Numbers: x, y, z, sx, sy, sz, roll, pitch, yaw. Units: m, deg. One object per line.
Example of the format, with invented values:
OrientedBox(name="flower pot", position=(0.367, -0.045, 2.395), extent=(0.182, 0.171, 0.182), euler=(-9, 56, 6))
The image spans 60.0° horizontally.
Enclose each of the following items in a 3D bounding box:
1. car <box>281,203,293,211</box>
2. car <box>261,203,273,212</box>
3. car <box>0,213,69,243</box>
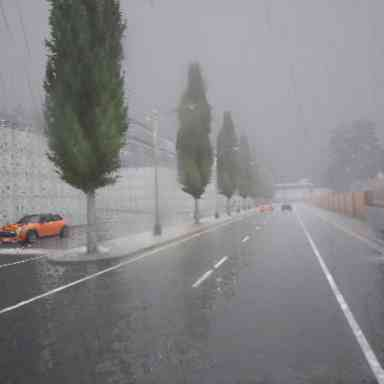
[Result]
OrientedBox(name="car", position=(17.879, 2.844, 62.779), extent=(1.837, 1.490, 4.892), euler=(-2, -2, 16))
OrientedBox(name="car", position=(14.119, 2.778, 62.416), extent=(2.097, 1.767, 4.553), euler=(-2, -2, 16))
OrientedBox(name="car", position=(-10.109, 2.242, 21.508), extent=(2.097, 1.767, 4.553), euler=(-2, -2, 17))
